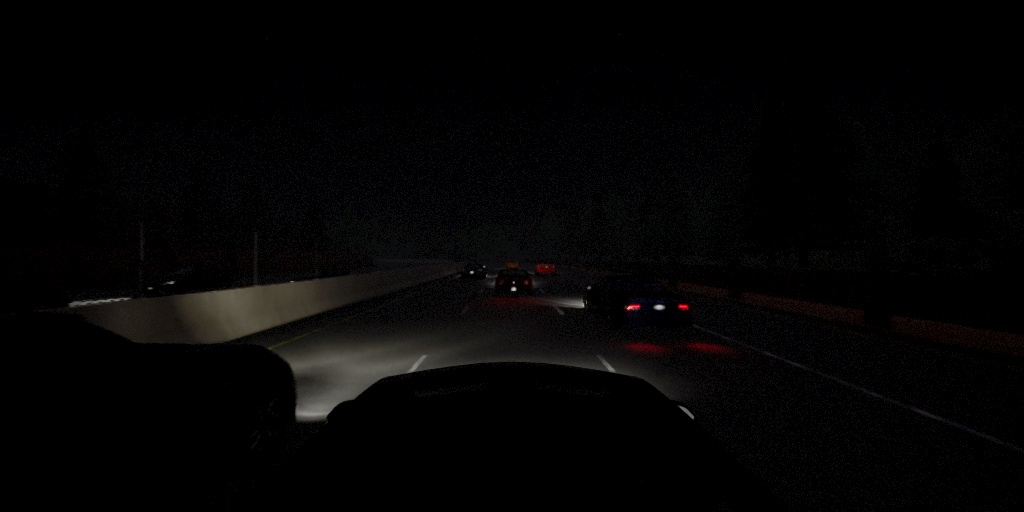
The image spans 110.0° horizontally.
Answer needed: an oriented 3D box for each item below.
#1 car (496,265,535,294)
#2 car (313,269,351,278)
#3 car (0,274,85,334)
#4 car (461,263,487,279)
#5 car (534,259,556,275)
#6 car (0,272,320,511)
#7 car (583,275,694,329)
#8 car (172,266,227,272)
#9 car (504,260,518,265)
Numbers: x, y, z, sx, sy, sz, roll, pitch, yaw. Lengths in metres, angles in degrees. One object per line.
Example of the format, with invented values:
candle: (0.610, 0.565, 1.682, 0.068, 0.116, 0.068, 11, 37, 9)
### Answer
car: (0.092, 1.371, 20.301, 1.895, 1.301, 4.718, 0, 0, 0)
car: (-10.508, 1.401, 20.422, 1.895, 1.301, 4.718, 0, 0, 0)
car: (-14.082, 1.283, 8.738, 1.812, 1.442, 4.674, 0, 0, 0)
car: (-3.412, 1.347, 32.424, 1.994, 1.385, 4.181, 0, 0, 0)
car: (3.584, 1.142, 39.331, 2.097, 1.767, 4.553, 0, 0, 0)
car: (-3.402, 1.102, 2.055, 2.097, 1.767, 4.553, 0, 0, 0)
car: (3.591, 1.308, 11.245, 2.033, 1.411, 5.357, 0, 0, 0)
car: (-17.514, 1.295, 19.691, 1.812, 1.442, 4.674, 0, 0, 0)
car: (-0.111, 1.284, 54.390, 1.882, 1.535, 5.008, 0, 0, -3)
